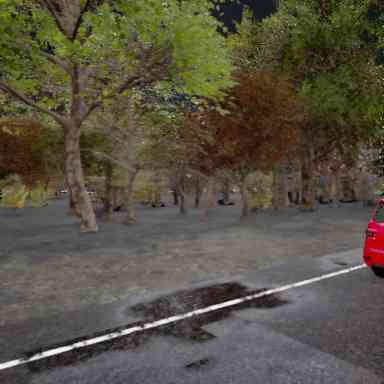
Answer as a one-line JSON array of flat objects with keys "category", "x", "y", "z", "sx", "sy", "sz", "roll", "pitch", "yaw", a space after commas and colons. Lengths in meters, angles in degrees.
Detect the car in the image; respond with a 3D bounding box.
[{"category": "car", "x": 6.579, "y": 1.088, "z": 8.444, "sx": 5.566, "sy": 2.045, "sz": 2.150, "roll": -1, "pitch": 1, "yaw": -36}]
